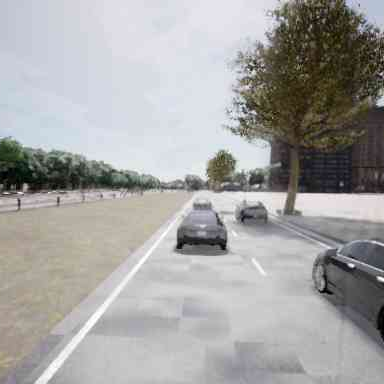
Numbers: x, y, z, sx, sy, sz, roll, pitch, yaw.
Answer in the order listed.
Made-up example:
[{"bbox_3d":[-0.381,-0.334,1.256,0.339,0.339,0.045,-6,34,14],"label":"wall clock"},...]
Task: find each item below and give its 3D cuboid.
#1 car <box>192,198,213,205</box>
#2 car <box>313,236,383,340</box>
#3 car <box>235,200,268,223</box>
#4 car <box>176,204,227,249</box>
[{"bbox_3d":[0.955,1.234,31.546,2.033,1.411,5.357,1,1,2],"label":"car"},{"bbox_3d":[3.711,1.543,5.892,1.837,1.490,4.892,1,0,2],"label":"car"},{"bbox_3d":[4.253,1.354,24.155,2.128,1.511,4.902,1,1,2],"label":"car"},{"bbox_3d":[0.432,1.446,14.063,1.994,1.385,4.181,1,1,2],"label":"car"}]
